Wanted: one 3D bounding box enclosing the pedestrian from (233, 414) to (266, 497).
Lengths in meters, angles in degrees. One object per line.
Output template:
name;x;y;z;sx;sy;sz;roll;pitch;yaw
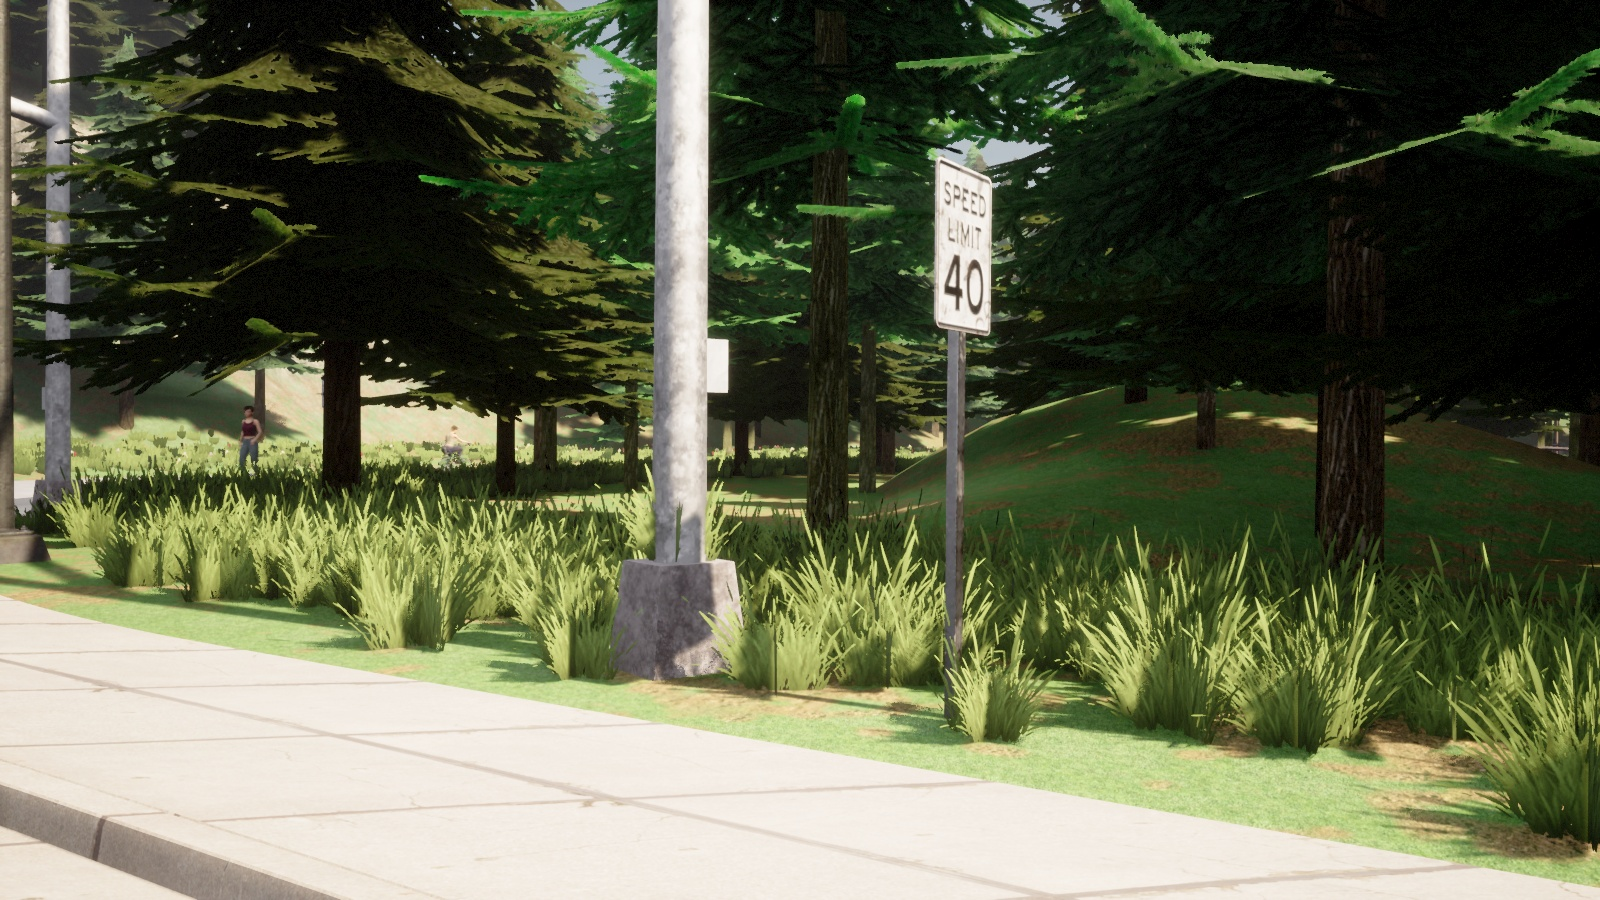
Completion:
pedestrian;-12.273;0.122;28.000;0.345;1.836;0.594;0;1;13

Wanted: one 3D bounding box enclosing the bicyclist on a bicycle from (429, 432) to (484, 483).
bicyclist on a bicycle;-11.055;0.216;40.425;0.866;1.612;1.509;0;1;29
